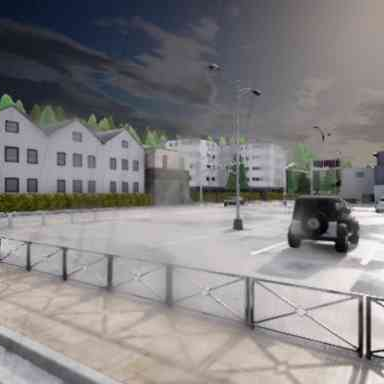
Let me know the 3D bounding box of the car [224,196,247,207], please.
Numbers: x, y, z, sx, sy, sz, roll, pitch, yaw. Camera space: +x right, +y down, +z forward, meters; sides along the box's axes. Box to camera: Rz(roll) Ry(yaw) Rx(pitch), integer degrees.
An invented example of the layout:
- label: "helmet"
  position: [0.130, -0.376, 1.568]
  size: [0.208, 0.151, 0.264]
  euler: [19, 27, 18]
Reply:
- label: "car"
  position: [6.264, 1.314, 47.491]
  size: [1.837, 1.490, 4.892]
  euler: [0, 0, 33]

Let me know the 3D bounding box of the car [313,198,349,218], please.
- label: "car"
  position: [12.227, 1.298, 29.089]
  size: [2.007, 1.523, 4.514]
  euler: [0, 0, 35]

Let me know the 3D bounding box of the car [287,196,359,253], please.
- label: "car"
  position: [4.921, 1.077, 12.366]
  size: [1.905, 1.878, 3.866]
  euler: [0, 0, 35]

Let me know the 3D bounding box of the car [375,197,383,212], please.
- label: "car"
  position: [19.280, 1.231, 32.744]
  size: [1.970, 1.475, 3.806]
  euler: [0, 0, 35]
